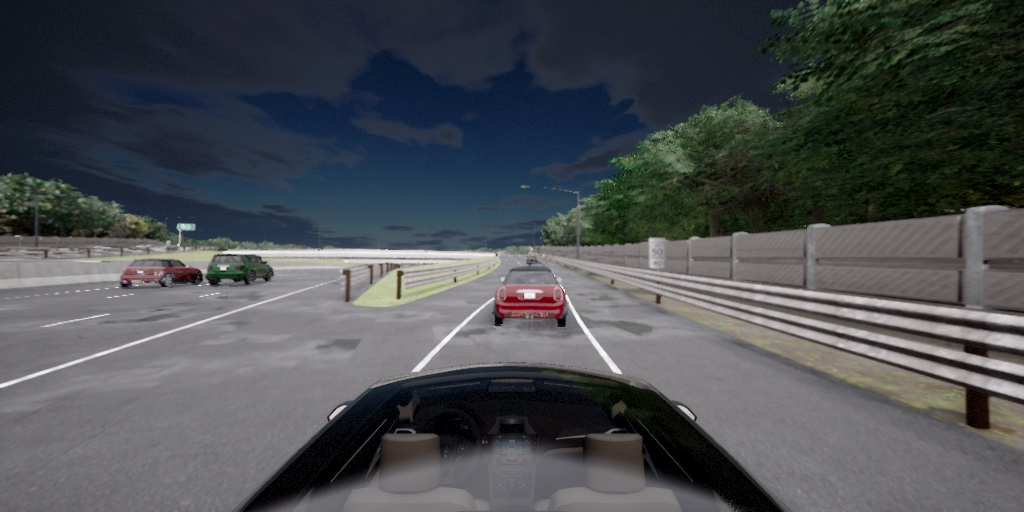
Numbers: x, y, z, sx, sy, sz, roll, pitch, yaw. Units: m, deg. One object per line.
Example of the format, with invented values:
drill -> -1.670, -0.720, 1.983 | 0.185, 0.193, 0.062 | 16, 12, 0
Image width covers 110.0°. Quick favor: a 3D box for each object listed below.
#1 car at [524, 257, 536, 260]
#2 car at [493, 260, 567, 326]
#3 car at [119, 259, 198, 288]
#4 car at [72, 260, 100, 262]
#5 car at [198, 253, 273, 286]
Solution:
car -> 3.108, 0.884, 57.172 | 1.837, 1.490, 4.892 | 0, 2, 1
car -> 0.633, 1.123, 12.038 | 2.097, 1.767, 4.553 | 0, 0, 4
car -> -21.282, 0.948, 21.987 | 2.097, 1.767, 4.553 | 1, -1, -16
car -> -34.370, 1.078, 28.767 | 1.812, 1.442, 4.674 | 1, -1, -16
car -> -18.341, 0.870, 24.421 | 2.150, 2.045, 5.566 | 1, -1, -16
